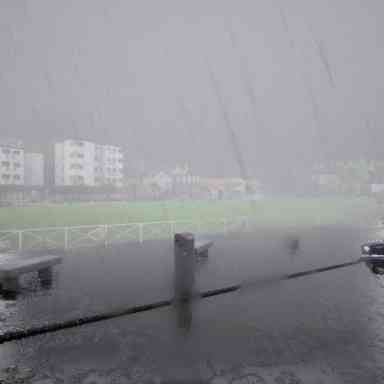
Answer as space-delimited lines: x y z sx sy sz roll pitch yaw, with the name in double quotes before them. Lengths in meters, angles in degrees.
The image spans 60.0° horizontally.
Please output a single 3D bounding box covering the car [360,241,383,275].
"car" 6.694 1.521 9.199 4.718 1.301 1.895 2 -10 -34
